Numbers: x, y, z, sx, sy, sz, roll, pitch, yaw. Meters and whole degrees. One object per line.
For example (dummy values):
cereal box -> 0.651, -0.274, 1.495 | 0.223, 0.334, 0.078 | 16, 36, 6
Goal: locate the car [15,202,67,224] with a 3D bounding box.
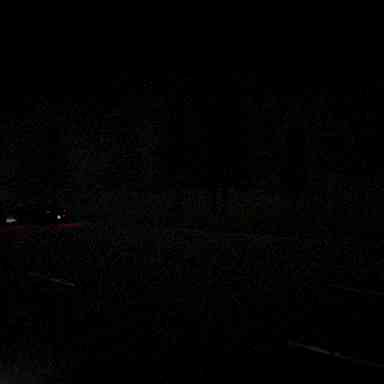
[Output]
car -> -11.428, 1.554, 25.052 | 4.892, 1.490, 1.837 | -1, 0, 36

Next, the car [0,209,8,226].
car -> -14.480, 1.579, 22.928 | 4.674, 1.442, 1.812 | 0, 0, 35
